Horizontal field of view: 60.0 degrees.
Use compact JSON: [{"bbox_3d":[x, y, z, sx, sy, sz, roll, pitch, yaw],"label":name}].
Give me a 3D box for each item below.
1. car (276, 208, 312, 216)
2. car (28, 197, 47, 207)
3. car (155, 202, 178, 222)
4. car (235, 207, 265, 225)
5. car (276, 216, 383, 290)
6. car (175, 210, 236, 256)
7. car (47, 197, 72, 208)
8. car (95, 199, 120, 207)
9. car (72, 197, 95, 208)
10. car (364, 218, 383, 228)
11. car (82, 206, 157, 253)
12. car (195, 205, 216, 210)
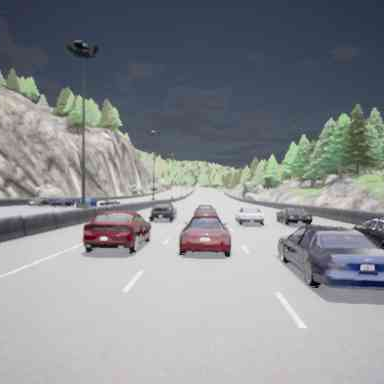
[{"bbox_3d":[8.067,1.936,26.734,1.895,1.301,4.718,1,0,3],"label":"car"},{"bbox_3d":[-22.659,1.448,49.752,2.128,1.511,4.902,1,0,3],"label":"car"},{"bbox_3d":[-2.357,1.668,28.565,1.837,1.490,4.892,1,0,3],"label":"car"},{"bbox_3d":[4.571,1.875,26.883,1.895,1.301,4.718,1,0,3],"label":"car"},{"bbox_3d":[3.860,1.678,9.590,2.033,1.411,5.357,1,0,3],"label":"car"},{"bbox_3d":[0.552,1.666,13.778,1.994,1.385,4.181,1,0,3],"label":"car"},{"bbox_3d":[-19.175,1.619,49.450,1.895,1.301,4.718,1,0,3],"label":"car"},{"bbox_3d":[-12.187,1.742,49.189,1.895,1.301,4.718,1,0,3],"label":"car"},{"bbox_3d":[-15.658,1.561,49.801,1.882,1.535,5.008,1,0,3],"label":"car"},{"bbox_3d":[7.500,1.707,12.485,2.128,1.511,4.902,1,-1,3],"label":"car"},{"bbox_3d":[-2.940,1.520,13.985,1.882,1.535,5.008,1,-1,3],"label":"car"},{"bbox_3d":[1.154,1.790,28.784,1.994,1.385,4.181,1,0,3],"label":"car"}]
